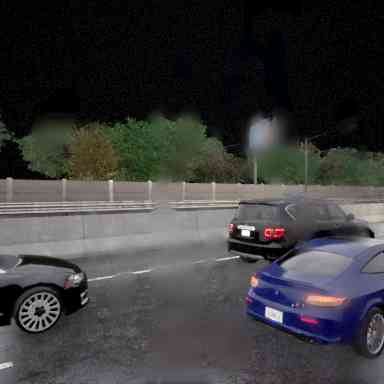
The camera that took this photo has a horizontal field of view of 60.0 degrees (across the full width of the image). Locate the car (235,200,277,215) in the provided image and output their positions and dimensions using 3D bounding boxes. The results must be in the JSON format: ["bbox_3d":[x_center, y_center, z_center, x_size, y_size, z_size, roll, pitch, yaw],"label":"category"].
[{"bbox_3d":[6.761,1.588,34.887,4.181,1.385,1.994,0,0,-36],"label":"car"}]

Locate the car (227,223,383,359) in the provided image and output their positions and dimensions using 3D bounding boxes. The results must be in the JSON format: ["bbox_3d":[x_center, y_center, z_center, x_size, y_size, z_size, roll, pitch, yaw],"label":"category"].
[{"bbox_3d":[2.987,1.528,5.951,4.674,1.442,1.812,0,0,-36],"label":"car"}]

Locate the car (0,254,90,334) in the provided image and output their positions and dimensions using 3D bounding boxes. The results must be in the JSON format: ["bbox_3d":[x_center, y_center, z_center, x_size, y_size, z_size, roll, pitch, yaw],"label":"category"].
[{"bbox_3d":[-4.117,1.491,5.097,4.902,1.511,2.128,0,0,-36],"label":"car"}]

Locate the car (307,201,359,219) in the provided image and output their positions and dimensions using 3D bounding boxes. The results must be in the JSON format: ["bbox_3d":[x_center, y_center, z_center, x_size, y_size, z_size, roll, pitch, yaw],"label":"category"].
[{"bbox_3d":[13.142,1.577,30.873,5.357,1.411,2.033,0,0,-36],"label":"car"}]

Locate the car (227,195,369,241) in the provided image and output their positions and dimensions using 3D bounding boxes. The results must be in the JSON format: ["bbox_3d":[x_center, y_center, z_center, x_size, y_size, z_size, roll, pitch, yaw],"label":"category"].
[{"bbox_3d":[3.651,1.226,10.745,5.566,2.045,2.150,0,0,-36],"label":"car"}]
